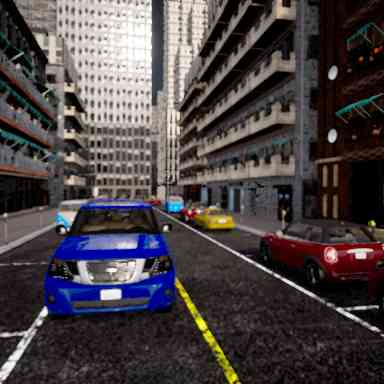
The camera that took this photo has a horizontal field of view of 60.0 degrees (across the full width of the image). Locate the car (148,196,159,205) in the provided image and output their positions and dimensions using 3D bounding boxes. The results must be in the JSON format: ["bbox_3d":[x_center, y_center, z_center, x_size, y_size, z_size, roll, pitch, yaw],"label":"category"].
[{"bbox_3d":[-7.503,1.598,63.982,1.752,1.417,4.829,-1,0,-11],"label":"car"}]

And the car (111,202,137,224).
[{"bbox_3d":[-5.301,1.553,25.965,1.812,1.442,4.674,0,0,-11],"label":"car"}]

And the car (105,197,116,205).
[{"bbox_3d":[-15.193,1.596,62.249,1.887,1.381,4.507,-1,0,-11],"label":"car"}]

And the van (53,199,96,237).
[{"bbox_3d":[-6.477,1.354,18.721,1.690,1.788,3.998,-1,0,-11],"label":"van"}]

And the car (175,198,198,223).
[{"bbox_3d":[0.157,1.480,25.728,1.967,1.590,4.097,-1,0,-11],"label":"car"}]

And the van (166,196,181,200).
[{"bbox_3d":[-2.023,1.391,36.610,1.690,1.788,3.998,-1,0,-11],"label":"van"}]

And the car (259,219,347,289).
[{"bbox_3d":[3.426,1.463,9.406,1.967,1.590,4.097,-1,0,-11],"label":"car"}]

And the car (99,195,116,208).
[{"bbox_3d":[-13.015,1.358,51.367,2.192,1.841,5.009,-1,0,-11],"label":"car"}]

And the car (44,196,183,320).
[{"bbox_3d":[-1.765,1.230,7.832,2.150,2.045,5.566,0,0,-11],"label":"car"}]

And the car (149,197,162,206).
[{"bbox_3d":[-6.380,1.613,58.375,1.887,1.381,4.507,-1,0,-11],"label":"car"}]

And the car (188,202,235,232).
[{"bbox_3d":[1.214,1.560,20.454,1.752,1.417,4.829,-1,0,-11],"label":"car"}]

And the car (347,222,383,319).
[{"bbox_3d":[4.515,1.332,3.964,2.192,1.841,5.009,-1,0,-11],"label":"car"}]
